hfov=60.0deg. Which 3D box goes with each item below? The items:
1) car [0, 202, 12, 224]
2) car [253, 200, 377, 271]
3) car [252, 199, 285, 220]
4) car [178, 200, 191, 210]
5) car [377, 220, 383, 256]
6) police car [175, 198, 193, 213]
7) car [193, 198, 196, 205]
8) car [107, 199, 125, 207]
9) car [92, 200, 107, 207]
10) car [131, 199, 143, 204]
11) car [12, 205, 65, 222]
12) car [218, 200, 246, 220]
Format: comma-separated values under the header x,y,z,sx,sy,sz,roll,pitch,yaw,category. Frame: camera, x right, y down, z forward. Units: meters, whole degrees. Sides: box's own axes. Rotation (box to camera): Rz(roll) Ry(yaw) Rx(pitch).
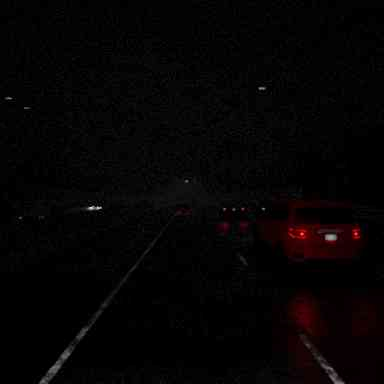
x,y,z,sx,sy,sz,roll,pitch,yaw,category
-14.138,1.488,22.850,2.097,1.767,4.553,0,0,0,car
3.581,1.279,11.265,2.150,2.045,5.566,0,0,0,car
7.046,1.550,31.097,2.097,1.767,4.553,0,0,0,car
-1.141,1.927,51.750,1.812,1.442,4.674,0,-1,0,car
7.081,1.559,10.732,1.837,1.490,4.892,0,0,0,car
-1.123,1.718,41.854,1.930,1.638,5.238,0,-1,0,police car
-0.133,2.158,76.201,2.033,1.411,5.357,0,-1,0,car
-14.119,2.104,63.628,2.033,1.411,5.357,0,-1,0,car
-17.617,2.157,63.580,1.895,1.301,4.718,0,-1,0,car
-10.629,2.045,64.462,1.882,1.535,5.008,0,-1,0,car
-10.640,1.670,23.953,1.812,1.442,4.674,0,0,0,car
3.547,1.544,30.313,2.097,1.767,4.553,0,0,0,car
